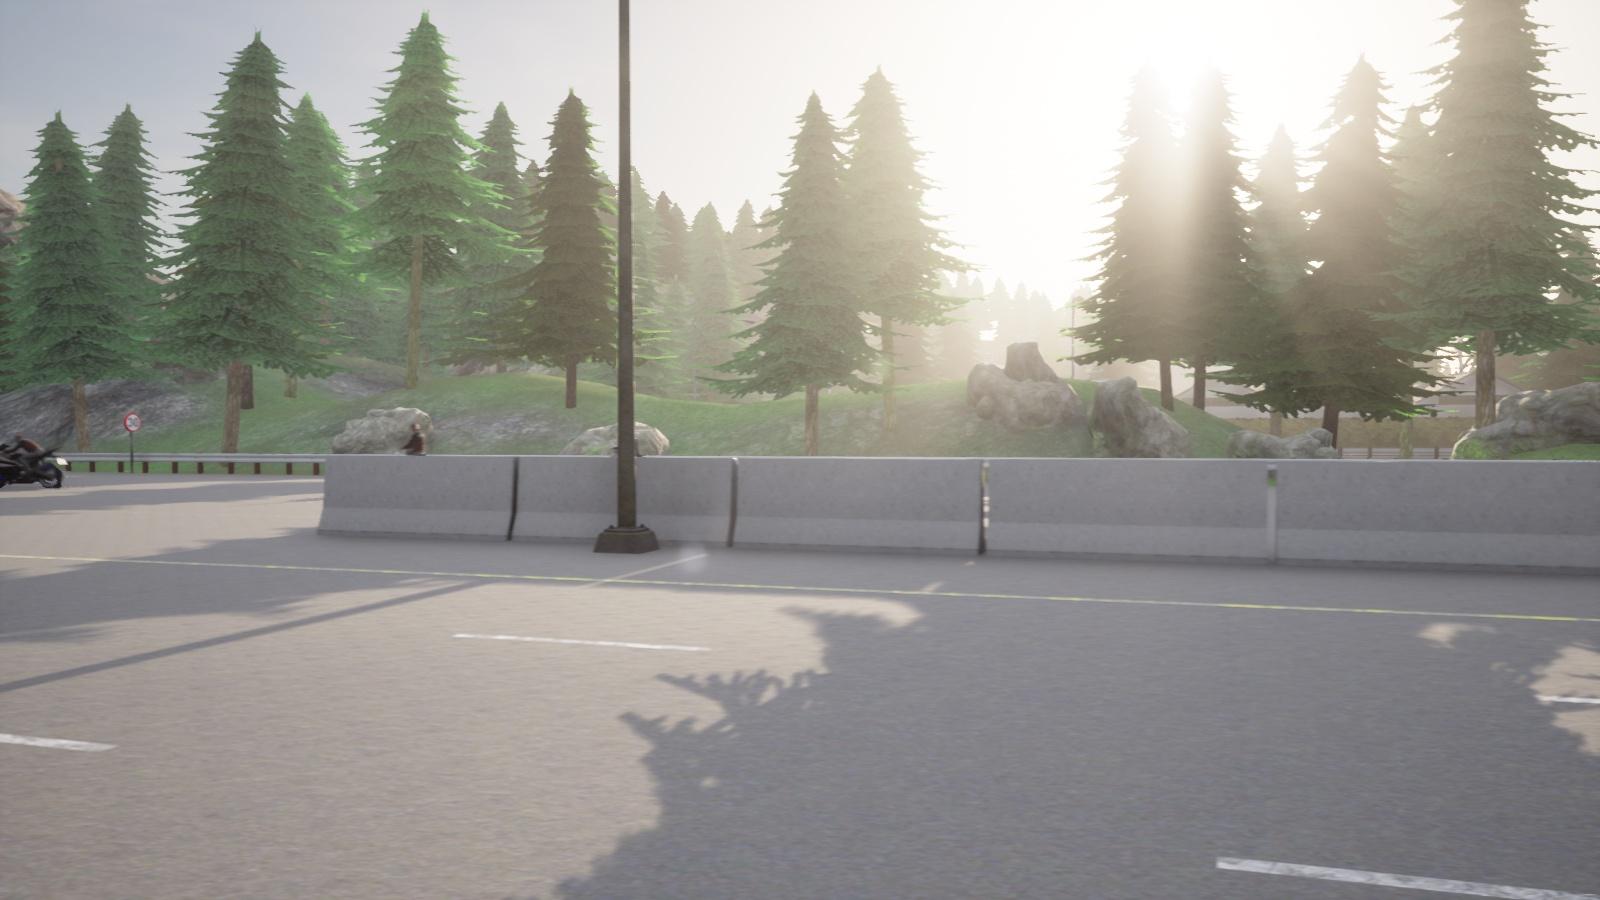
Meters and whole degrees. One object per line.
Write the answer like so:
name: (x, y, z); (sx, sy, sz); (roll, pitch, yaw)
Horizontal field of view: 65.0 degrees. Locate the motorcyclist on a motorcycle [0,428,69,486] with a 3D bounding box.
motorcyclist on a motorcycle: (-21.339, 0.180, 34.350); (2.191, 1.530, 0.866); (0, 1, 1)
